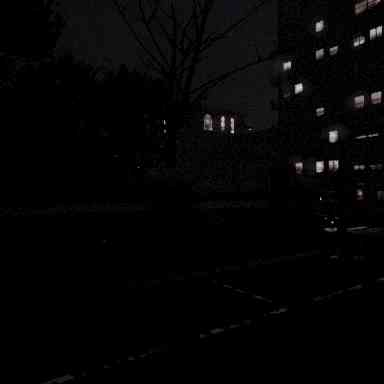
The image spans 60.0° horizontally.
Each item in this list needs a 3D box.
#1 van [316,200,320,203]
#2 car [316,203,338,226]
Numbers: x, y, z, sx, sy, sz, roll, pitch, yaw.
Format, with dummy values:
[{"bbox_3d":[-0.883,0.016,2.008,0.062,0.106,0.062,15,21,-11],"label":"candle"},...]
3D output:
[{"bbox_3d":[10.568,1.646,32.574,1.690,1.788,3.998,-1,0,-36],"label":"van"},{"bbox_3d":[8.399,1.801,25.727,2.033,1.411,5.357,0,-1,-36],"label":"car"}]
